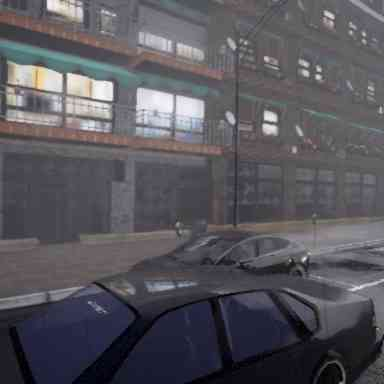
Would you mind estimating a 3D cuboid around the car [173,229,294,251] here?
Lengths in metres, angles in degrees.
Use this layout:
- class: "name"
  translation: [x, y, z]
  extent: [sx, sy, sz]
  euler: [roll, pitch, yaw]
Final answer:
- class: "car"
  translation: [0.740, 1.532, 7.151]
  extent: [4.313, 1.339, 1.947]
  euler: [0, 1, -34]

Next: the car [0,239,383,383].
- class: "car"
  translation: [-0.273, 1.530, 3.180]
  extent: [5.357, 1.411, 2.033]
  euler: [0, 0, -34]
